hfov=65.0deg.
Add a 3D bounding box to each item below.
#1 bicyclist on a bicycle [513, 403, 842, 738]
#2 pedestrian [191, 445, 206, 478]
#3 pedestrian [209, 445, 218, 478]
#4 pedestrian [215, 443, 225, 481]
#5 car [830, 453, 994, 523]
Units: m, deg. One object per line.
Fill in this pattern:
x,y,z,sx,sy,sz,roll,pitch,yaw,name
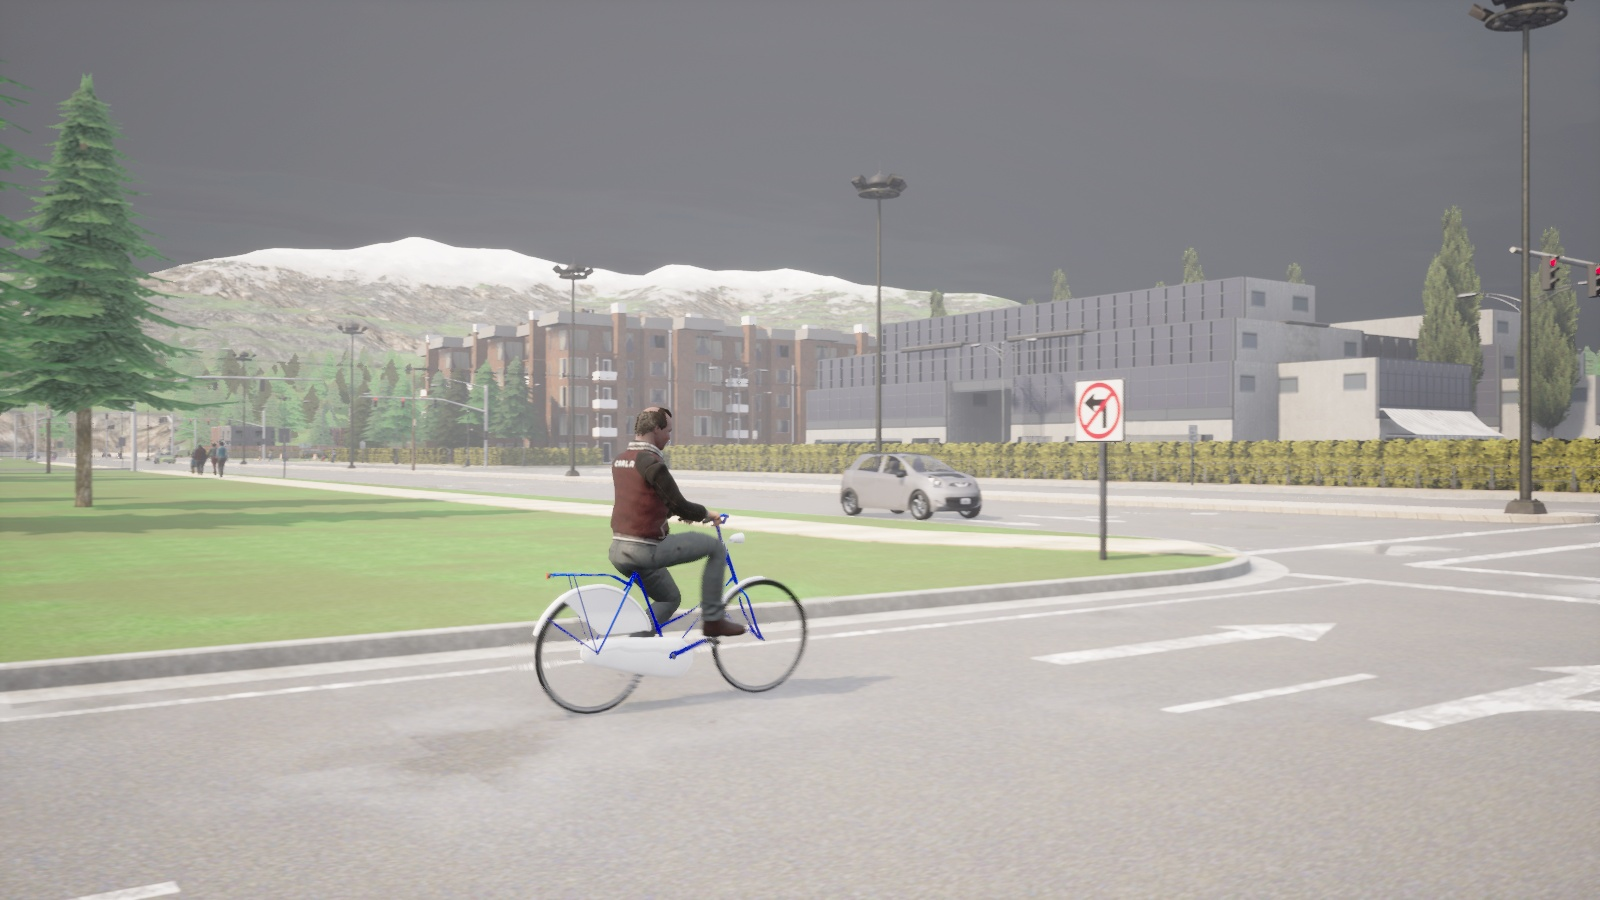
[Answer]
-0.693,0.635,7.441,1.843,1.776,0.659,0,0,-35,bicyclist on a bicycle
-33.175,0.623,69.244,0.634,1.844,0.899,0,0,-35,pedestrian
-32.828,0.625,70.256,0.353,1.847,0.614,0,0,-34,pedestrian
-29.735,0.604,64.407,0.396,1.930,0.692,0,0,-32,pedestrian
2.527,0.824,29.034,1.845,1.501,3.633,0,0,-36,car
